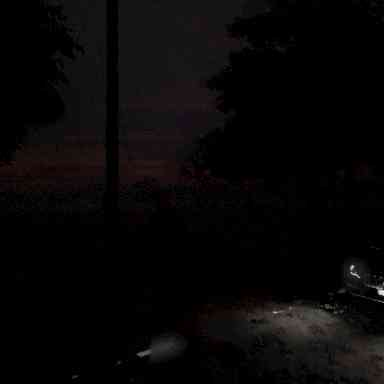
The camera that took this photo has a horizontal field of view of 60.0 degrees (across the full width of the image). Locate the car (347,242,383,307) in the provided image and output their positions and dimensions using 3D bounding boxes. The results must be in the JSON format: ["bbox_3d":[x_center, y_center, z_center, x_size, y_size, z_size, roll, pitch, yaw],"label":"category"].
[{"bbox_3d":[5.270,1.500,7.118,4.892,1.490,1.837,1,0,-35],"label":"car"}]
